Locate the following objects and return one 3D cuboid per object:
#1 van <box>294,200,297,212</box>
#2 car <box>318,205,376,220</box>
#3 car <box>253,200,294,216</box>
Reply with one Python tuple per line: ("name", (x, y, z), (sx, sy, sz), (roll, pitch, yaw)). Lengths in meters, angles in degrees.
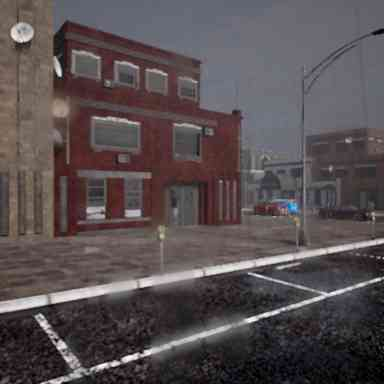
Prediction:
("van", (12.848, 1.998, 46.788), (1.690, 1.788, 3.998), (-1, 0, -37))
("car", (15.535, 2.040, 33.687), (2.033, 1.411, 5.357), (0, -1, -37))
("car", (9.815, 1.982, 41.228), (2.097, 1.767, 4.553), (0, -1, -37))
